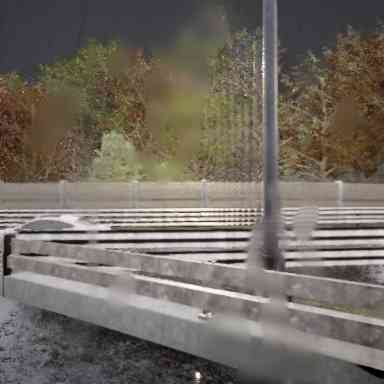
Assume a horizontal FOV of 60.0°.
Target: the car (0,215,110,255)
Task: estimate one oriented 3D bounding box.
[{"bbox_3d":[-5.320,1.592,12.252,4.674,1.442,1.812,0,0,0],"label":"car"}]
